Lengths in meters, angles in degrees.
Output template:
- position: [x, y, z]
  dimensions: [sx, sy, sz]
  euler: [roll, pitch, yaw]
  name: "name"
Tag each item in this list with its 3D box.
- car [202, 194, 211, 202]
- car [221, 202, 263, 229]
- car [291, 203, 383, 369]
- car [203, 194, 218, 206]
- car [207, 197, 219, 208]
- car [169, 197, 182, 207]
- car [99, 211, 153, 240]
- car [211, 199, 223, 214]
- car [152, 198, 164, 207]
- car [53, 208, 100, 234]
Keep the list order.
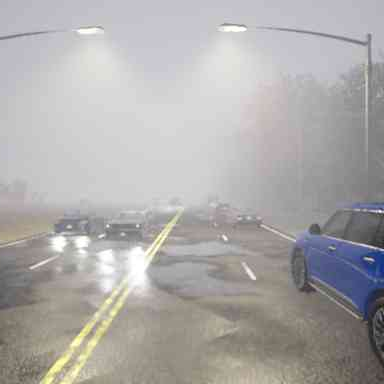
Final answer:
- position: [3.923, 1.718, 92.001]
  dimensions: [2.150, 2.045, 5.566]
  euler: [1, -1, 0]
  name: "car"
- position: [3.481, 1.663, 22.941]
  dimensions: [2.033, 1.411, 5.357]
  euler: [-1, 0, -1]
  name: "car"
- position: [3.424, 1.198, 5.546]
  dimensions: [2.150, 2.045, 5.566]
  euler: [2, 0, 0]
  name: "car"
- position: [3.651, 1.526, 59.003]
  dimensions: [2.150, 2.045, 5.566]
  euler: [1, -1, 0]
  name: "car"
- position: [3.559, 1.845, 47.984]
  dimensions: [1.895, 1.301, 4.718]
  euler: [1, 1, 0]
  name: "car"
- position: [-2.906, 1.684, 59.401]
  dimensions: [2.097, 1.767, 4.553]
  euler: [0, 0, 1]
  name: "car"
- position: [-3.281, 1.698, 17.948]
  dimensions: [1.895, 1.301, 4.718]
  euler: [0, 0, 0]
  name: "car"
- position: [3.462, 1.746, 36.969]
  dimensions: [1.994, 1.385, 4.181]
  euler: [1, -2, 0]
  name: "car"
- position: [-6.137, 1.813, 60.502]
  dimensions: [1.882, 1.535, 5.008]
  euler: [0, 0, 1]
  name: "car"
- position: [-6.518, 1.667, 19.689]
  dimensions: [1.994, 1.385, 4.181]
  euler: [0, 0, 0]
  name: "car"
